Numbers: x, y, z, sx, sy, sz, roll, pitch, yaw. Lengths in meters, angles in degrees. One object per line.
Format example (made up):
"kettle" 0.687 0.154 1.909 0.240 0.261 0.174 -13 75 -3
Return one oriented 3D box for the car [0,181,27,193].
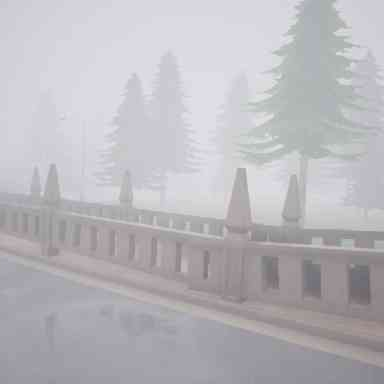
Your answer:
"car" -21.258 -0.474 37.413 1.882 1.535 5.008 4 3 37
